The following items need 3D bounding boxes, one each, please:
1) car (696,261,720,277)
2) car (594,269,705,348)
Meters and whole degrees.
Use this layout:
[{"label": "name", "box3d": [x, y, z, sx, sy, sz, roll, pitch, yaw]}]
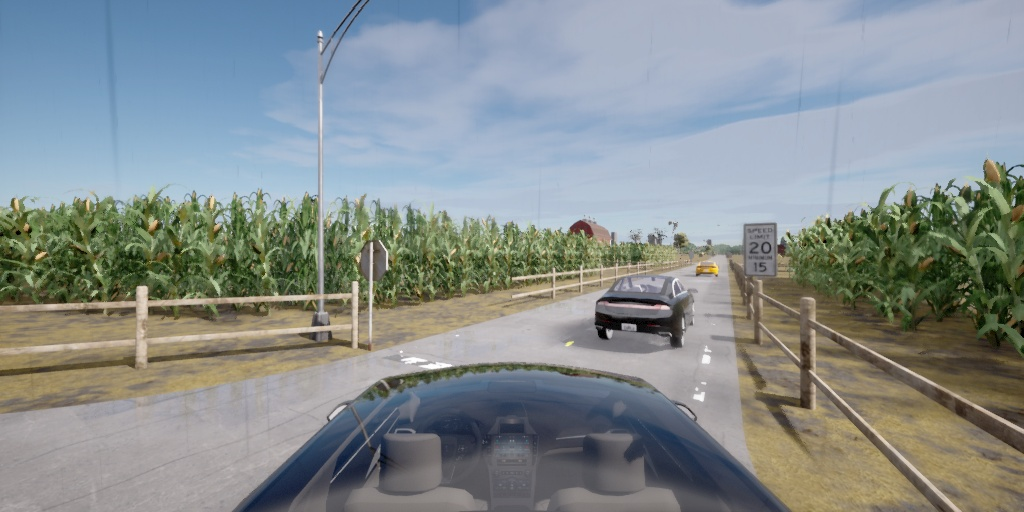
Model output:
[{"label": "car", "box3d": [19.732, 1.244, 36.181, 1.882, 1.535, 5.008, 0, 0, 31]}, {"label": "car", "box3d": [3.638, 1.244, 9.410, 2.128, 1.511, 4.902, 0, 0, 31]}]
